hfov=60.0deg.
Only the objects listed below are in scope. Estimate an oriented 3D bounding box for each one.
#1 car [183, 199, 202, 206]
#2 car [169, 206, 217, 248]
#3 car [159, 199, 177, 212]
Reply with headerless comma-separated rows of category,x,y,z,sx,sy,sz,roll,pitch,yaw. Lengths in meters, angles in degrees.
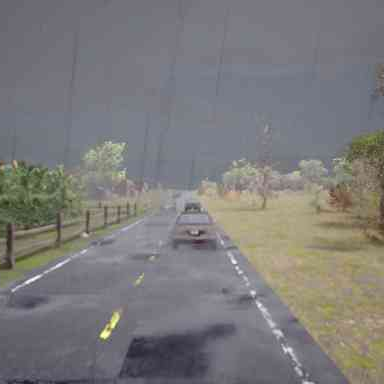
car,0.064,1.588,38.794,1.837,1.490,4.892,0,0,0
car,0.099,1.585,15.011,2.033,1.411,5.357,0,0,0
car,-2.789,1.574,39.514,2.128,1.511,4.902,0,0,0
